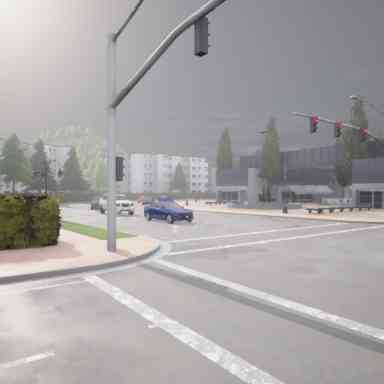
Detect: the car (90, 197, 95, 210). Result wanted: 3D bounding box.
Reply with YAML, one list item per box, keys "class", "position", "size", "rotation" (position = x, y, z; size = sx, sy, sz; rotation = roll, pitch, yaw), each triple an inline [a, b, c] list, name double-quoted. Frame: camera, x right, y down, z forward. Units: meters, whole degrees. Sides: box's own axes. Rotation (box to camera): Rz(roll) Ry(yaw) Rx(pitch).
- class: "car"
  position: [-11.973, 1.352, 42.899]
  size: [2.097, 1.767, 4.553]
  rotation: [0, 0, -17]

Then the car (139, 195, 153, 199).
- class: "car"
  position: [-7.323, 1.548, 57.336]
  size: [2.033, 1.411, 5.357]
  rotation: [0, 0, 1]

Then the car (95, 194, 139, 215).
- class: "car"
  position: [-7.659, 1.221, 33.513]
  size: [2.150, 2.045, 5.566]
  rotation: [0, 0, -32]

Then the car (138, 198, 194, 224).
- class: "car"
  position: [-1.850, 1.478, 25.334]
  size: [1.882, 1.535, 5.008]
  rotation: [0, 0, -37]

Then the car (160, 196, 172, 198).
- class: "car"
  position: [-5.332, 1.477, 69.565]
  size: [1.882, 1.535, 5.008]
  rotation: [0, 0, 20]

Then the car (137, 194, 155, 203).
- class: "car"
  position: [-9.346, 1.352, 68.092]
  size: [2.097, 1.767, 4.553]
  rotation: [0, 0, 15]
